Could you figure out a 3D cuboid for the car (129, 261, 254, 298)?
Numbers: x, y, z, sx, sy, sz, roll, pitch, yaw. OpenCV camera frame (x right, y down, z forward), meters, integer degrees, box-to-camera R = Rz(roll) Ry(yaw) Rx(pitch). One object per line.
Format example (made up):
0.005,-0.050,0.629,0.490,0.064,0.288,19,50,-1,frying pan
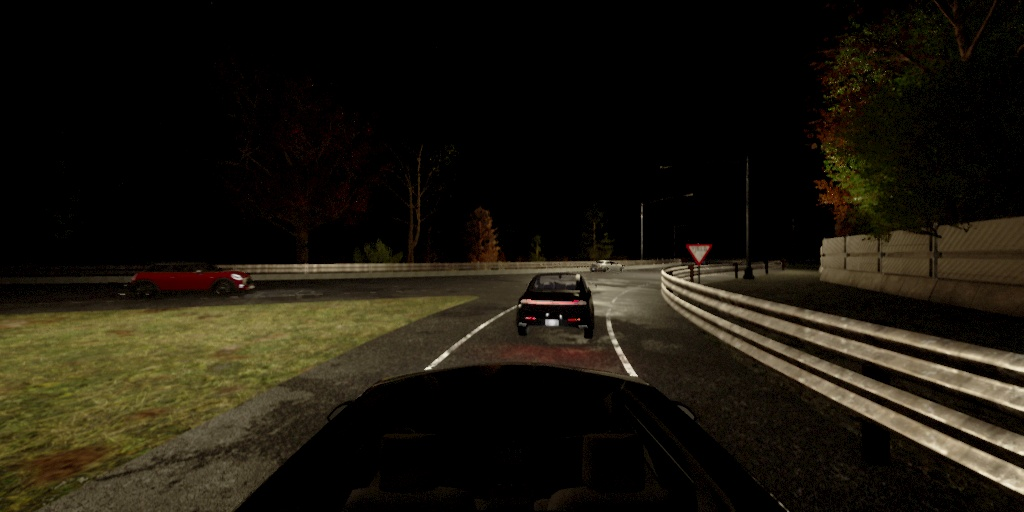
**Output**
-15.905,1.066,18.122,4.553,1.767,2.097,0,0,-21,car

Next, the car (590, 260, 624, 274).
10.647,1.211,40.270,4.674,1.442,1.812,0,0,-38,car

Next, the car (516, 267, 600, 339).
1.338,1.230,10.159,2.128,1.511,4.902,0,0,11,car
